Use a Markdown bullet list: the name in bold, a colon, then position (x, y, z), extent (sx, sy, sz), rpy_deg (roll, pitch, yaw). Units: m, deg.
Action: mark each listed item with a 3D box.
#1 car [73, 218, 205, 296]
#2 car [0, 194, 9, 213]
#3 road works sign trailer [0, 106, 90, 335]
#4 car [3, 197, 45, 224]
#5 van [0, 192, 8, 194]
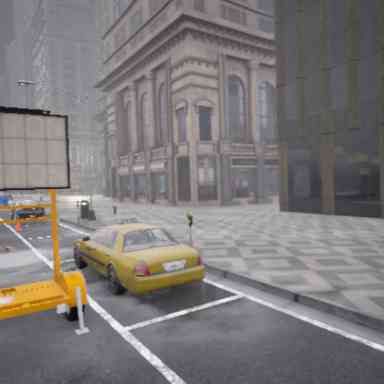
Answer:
- **car**: position (-1.615, 1.316, 8.097), extent (1.752, 1.417, 4.829), rpy_deg (-3, 2, -34)
- **car**: position (-16.928, 1.173, 30.885), extent (1.802, 1.307, 4.206), rpy_deg (-3, 2, -34)
- **road works sign trailer**: position (-3.315, 0.384, 5.582), extent (2.380, 3.560, 2.880), rpy_deg (-3, 2, -34)
- **car**: position (-10.765, 1.222, 21.713), extent (2.008, 1.369, 4.403), rpy_deg (-3, 2, -34)
- **van**: position (-23.098, 0.852, 40.049), extent (1.690, 1.788, 3.998), rpy_deg (-3, 2, -34)
